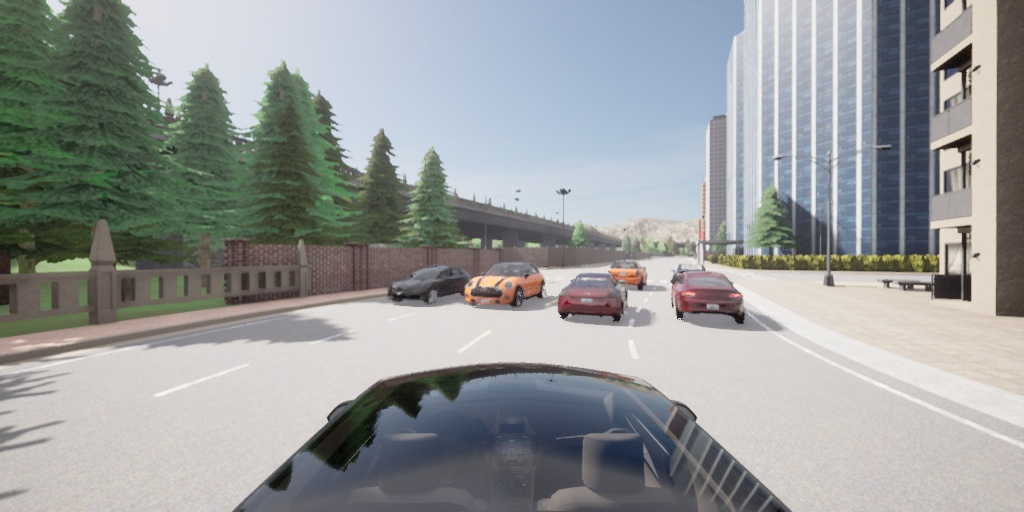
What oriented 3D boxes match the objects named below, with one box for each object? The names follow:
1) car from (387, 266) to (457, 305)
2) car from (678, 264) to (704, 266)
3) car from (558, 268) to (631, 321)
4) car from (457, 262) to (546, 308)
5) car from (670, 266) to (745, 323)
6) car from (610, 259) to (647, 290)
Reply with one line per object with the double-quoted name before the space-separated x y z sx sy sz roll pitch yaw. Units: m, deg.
"car" -3.490 1.214 16.200 1.837 1.490 4.892 0 0 22
"car" 10.213 1.189 20.534 2.128 1.511 4.902 0 0 25
"car" 2.936 1.283 12.546 1.994 1.385 4.181 0 0 21
"car" -0.125 1.064 15.177 2.097 1.767 4.553 0 0 23
"car" 6.451 1.247 12.111 1.812 1.442 4.674 0 0 22
"car" 7.162 1.045 22.264 2.097 1.767 4.553 0 0 24
